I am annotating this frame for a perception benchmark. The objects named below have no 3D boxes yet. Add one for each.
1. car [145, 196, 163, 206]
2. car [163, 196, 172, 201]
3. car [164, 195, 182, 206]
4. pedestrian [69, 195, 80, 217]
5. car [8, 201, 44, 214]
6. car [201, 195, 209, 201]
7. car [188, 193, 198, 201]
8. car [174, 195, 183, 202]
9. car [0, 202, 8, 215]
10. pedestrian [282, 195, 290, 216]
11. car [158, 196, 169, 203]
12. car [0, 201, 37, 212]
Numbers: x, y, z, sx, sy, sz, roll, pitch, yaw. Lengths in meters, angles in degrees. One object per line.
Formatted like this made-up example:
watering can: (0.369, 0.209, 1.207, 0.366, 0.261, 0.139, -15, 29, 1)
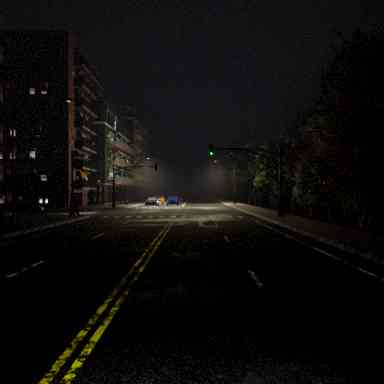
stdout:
car: (-6.432, 1.568, 54.390, 2.033, 1.411, 5.357, 0, 0, 0)
car: (-6.252, 1.628, 84.507, 1.895, 1.301, 4.718, 0, 0, 0)
car: (-3.176, 1.499, 55.833, 1.882, 1.535, 5.008, 0, 0, 0)
pedestrian: (-9.965, 1.149, 28.107, 0.375, 1.860, 0.375, 0, 0, 0)
car: (-19.226, 1.727, 37.414, 4.902, 1.511, 2.128, -1, 0, 1)
car: (3.502, 1.540, 85.562, 1.837, 1.490, 4.892, 0, 0, 0)
car: (0.251, 1.265, 85.604, 2.150, 2.045, 5.566, 0, 0, 0)
car: (-3.030, 1.537, 75.375, 1.837, 1.490, 4.892, 0, 0, 0)
car: (-22.570, 1.595, 34.609, 5.009, 1.841, 2.192, -1, 1, -1)
pedestrian: (8.052, 1.149, 28.751, 0.375, 1.860, 0.375, 0, 0, 0)
car: (-6.284, 1.561, 74.183, 2.128, 1.511, 4.902, 0, 0, 0)
car: (-22.662, 1.856, 43.260, 4.206, 1.307, 1.802, -1, 1, -1)
